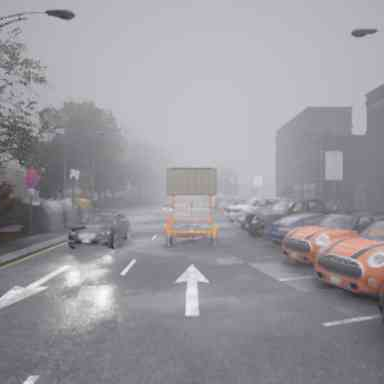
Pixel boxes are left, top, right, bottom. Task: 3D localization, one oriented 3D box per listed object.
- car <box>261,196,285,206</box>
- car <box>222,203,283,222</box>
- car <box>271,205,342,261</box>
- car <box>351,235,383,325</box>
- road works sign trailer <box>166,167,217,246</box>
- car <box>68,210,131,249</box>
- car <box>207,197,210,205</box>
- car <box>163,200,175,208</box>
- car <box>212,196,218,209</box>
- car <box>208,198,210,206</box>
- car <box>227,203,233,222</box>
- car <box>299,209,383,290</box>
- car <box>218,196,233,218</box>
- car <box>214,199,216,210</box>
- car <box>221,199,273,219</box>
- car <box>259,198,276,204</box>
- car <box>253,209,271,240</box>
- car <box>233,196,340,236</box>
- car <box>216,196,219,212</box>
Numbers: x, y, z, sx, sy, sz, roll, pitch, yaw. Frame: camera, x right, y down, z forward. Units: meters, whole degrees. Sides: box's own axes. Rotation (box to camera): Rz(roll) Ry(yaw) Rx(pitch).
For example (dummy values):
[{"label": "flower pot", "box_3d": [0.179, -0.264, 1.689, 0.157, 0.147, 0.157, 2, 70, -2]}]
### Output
[{"label": "car", "box_3d": [18.295, 1.957, 75.325, 2.435, 2.045, 5.566, 0, 0, -21]}, {"label": "car", "box_3d": [5.311, 1.752, 29.245, 4.792, 1.488, 2.163, 1, 0, -20]}, {"label": "car", "box_3d": [5.340, 1.443, 11.256, 4.553, 1.767, 2.185, 1, 0, -20]}, {"label": "car", "box_3d": [5.275, 1.553, 5.233, 4.792, 1.488, 2.163, 1, 0, -20]}, {"label": "road works sign trailer", "box_3d": [-0.012, 0.584, 15.963, 2.380, 3.560, 2.880, 0, 0, 0]}, {"label": "car", "box_3d": [-4.019, 1.604, 15.067, 2.128, 1.511, 4.902, 0, 0, 0]}, {"label": "car", "box_3d": [5.165, 1.962, 53.223, 5.366, 1.575, 1.946, 1, 0, -20]}, {"label": "car", "box_3d": [-4.080, 2.130, 59.956, 2.033, 1.411, 5.357, 0, -1, 0]}, {"label": "car", "box_3d": [5.384, 1.717, 41.278, 4.553, 1.767, 2.185, 1, 0, -20]}, {"label": "car", "box_3d": [5.351, 1.976, 50.281, 4.674, 1.452, 2.002, 1, 0, -20]}, {"label": "car", "box_3d": [5.147, 1.636, 20.186, 5.366, 1.575, 1.946, 1, 0, -20]}, {"label": "car", "box_3d": [5.337, 1.421, 8.254, 4.553, 1.767, 2.185, 1, 0, -20]}, {"label": "car", "box_3d": [5.309, 1.443, 26.247, 5.566, 2.045, 2.435, 1, 0, -20]}, {"label": "car", "box_3d": [5.349, 1.852, 38.268, 4.674, 1.452, 2.002, 1, 0, -20]}, {"label": "car", "box_3d": [5.310, 1.625, 32.260, 4.553, 1.767, 2.185, 1, -1, -20]}, {"label": "car", "box_3d": [20.874, 2.423, 92.384, 2.163, 1.488, 4.792, 0, -1, -21]}, {"label": "car", "box_3d": [5.307, 1.632, 14.251, 4.674, 1.452, 2.002, 1, -1, -20]}, {"label": "car", "box_3d": [5.305, 1.365, 17.231, 5.566, 2.045, 2.435, 1, 0, -20]}, {"label": "car", "box_3d": [5.314, 1.655, 35.261, 4.553, 1.767, 2.185, 1, -1, -20]}]
